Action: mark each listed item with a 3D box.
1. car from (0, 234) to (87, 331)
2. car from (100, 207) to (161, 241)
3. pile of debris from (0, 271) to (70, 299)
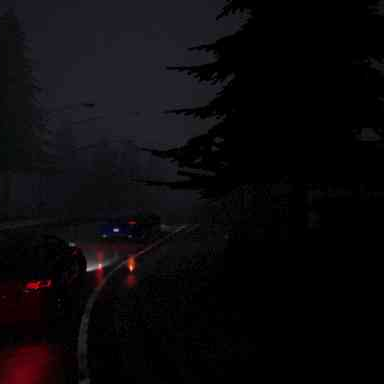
[{"bbox_3d":[-3.475,1.568,6.925,1.994,1.385,4.181,0,0,-11],"label":"car"},{"bbox_3d":[-2.930,1.496,16.816,1.882,1.535,5.008,0,0,8],"label":"car"},{"bbox_3d":[-3.966,2.185,7.973,1.500,0.140,1.860,0,0,-4],"label":"pile of debris"}]
